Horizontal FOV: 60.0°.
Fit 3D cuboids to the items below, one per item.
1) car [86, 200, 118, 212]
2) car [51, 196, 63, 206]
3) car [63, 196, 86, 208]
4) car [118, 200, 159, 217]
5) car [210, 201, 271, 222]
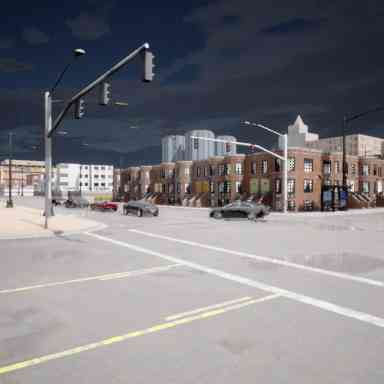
[{"bbox_3d":[-10.331,1.601,38.889,1.895,1.301,4.718,0,0,-36],"label":"car"},{"bbox_3d":[-22.298,1.491,55.551,2.128,1.511,4.902,0,0,-35],"label":"car"},{"bbox_3d":[-16.277,1.352,47.138,2.097,1.767,4.553,0,0,-36],"label":"car"},{"bbox_3d":[-4.866,1.505,31.318,1.837,1.490,4.892,0,0,-36],"label":"car"},{"bbox_3d":[3.750,1.491,26.183,4.902,1.511,2.128,0,1,31],"label":"car"}]
